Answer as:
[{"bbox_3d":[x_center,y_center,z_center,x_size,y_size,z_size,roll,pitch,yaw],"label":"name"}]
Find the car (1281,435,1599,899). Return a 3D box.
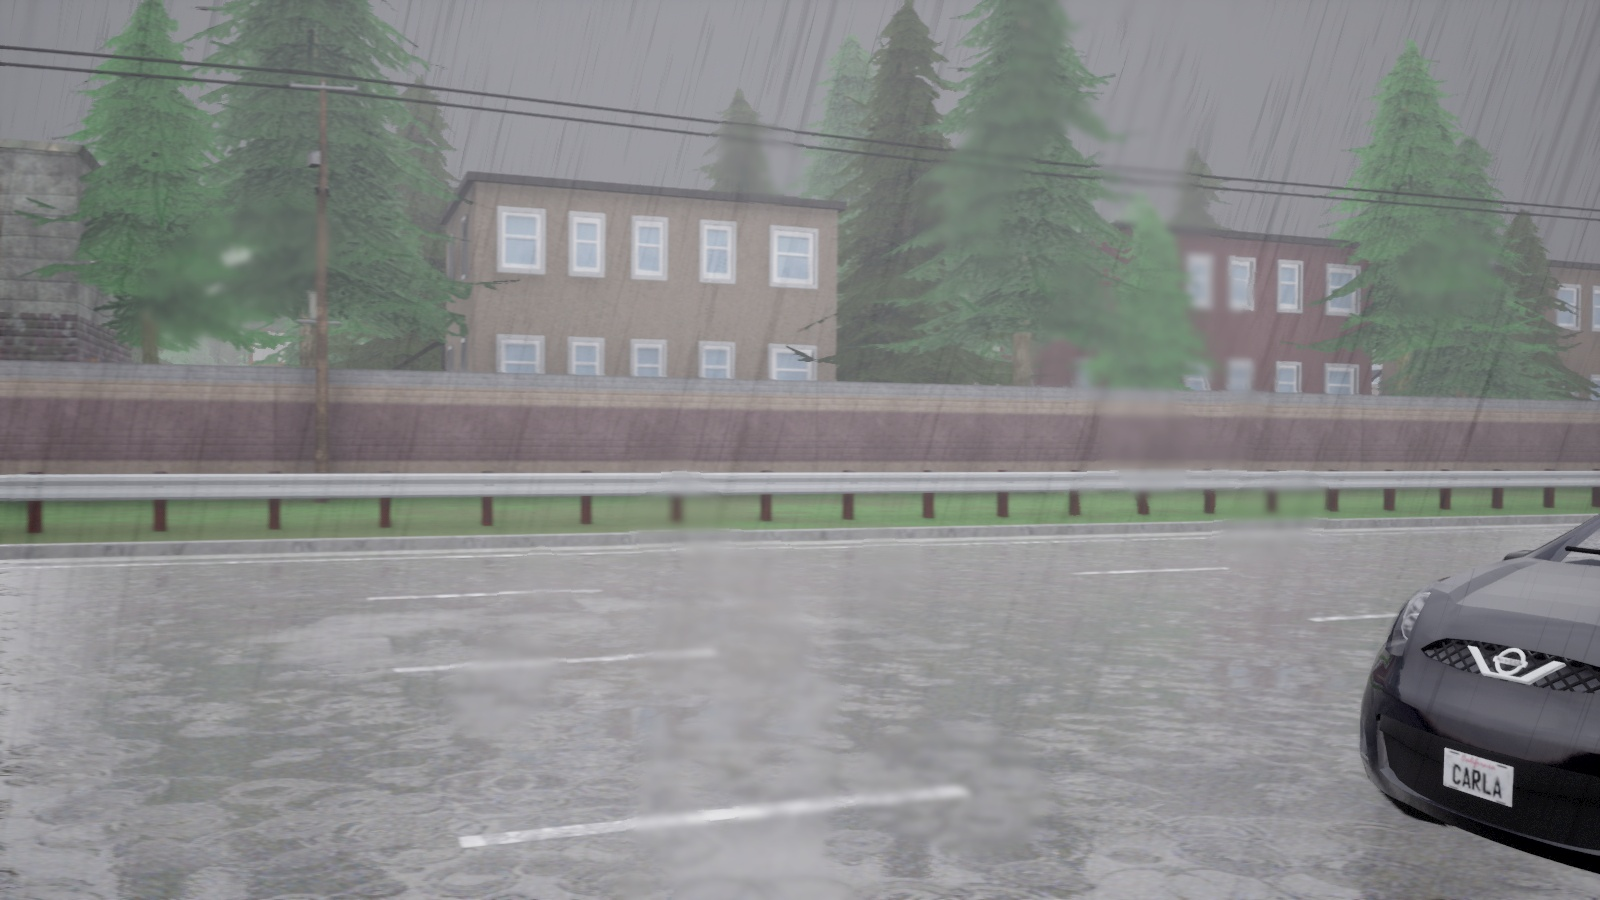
[{"bbox_3d":[3.922,0.693,4.728,3.633,1.501,1.845,-1,1,-21],"label":"car"}]
